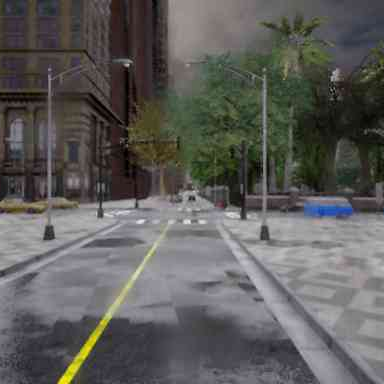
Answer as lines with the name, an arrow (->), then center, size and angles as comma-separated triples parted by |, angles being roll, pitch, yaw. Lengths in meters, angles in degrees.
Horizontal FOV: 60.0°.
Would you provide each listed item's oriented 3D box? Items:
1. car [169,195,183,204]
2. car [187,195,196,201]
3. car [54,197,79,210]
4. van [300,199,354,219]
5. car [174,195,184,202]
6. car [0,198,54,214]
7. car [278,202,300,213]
car -> -3.045, 1.258, 61.030 | 2.097, 1.767, 4.553 | 0, 0, 0
car -> -0.016, 1.418, 78.966 | 1.837, 1.490, 4.892 | 0, 0, 0
car -> -15.361, 1.233, 37.591 | 4.829, 1.417, 1.752 | 1, -1, 0
van -> 11.878, 1.476, 28.971 | 3.998, 1.788, 1.690 | 1, -1, 0
car -> -3.015, 1.440, 76.483 | 2.128, 1.511, 4.902 | 0, 0, 0
car -> -15.042, 1.215, 29.065 | 4.829, 1.417, 1.752 | 1, -1, 0
car -> 11.894, 1.740, 37.492 | 4.206, 1.307, 1.802 | 1, -1, 0
